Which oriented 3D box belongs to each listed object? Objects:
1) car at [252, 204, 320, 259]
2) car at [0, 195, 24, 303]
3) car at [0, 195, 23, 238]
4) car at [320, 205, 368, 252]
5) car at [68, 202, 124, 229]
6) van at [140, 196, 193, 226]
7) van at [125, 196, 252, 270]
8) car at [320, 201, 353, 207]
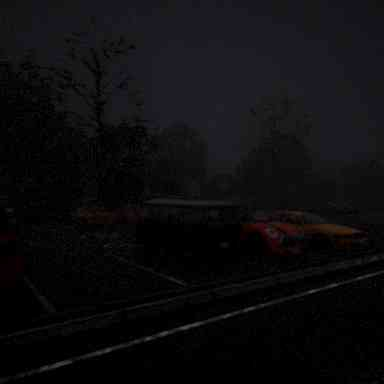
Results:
[{"bbox_3d":[2.166,1.354,12.876,2.185,1.767,4.553,1,0,-36],"label":"car"},{"bbox_3d":[-5.315,1.200,7.471,2.435,2.045,5.566,0,0,-36],"label":"car"},{"bbox_3d":[-11.145,1.200,18.331,2.435,2.045,5.566,0,0,-36],"label":"car"},{"bbox_3d":[4.658,1.503,14.407,1.946,1.575,5.366,1,0,-36],"label":"car"},{"bbox_3d":[-6.633,1.467,21.847,1.946,1.575,5.366,0,0,-36],"label":"car"},{"bbox_3d":[-2.029,1.288,24.793,1.878,1.987,4.442,1,0,-36],"label":"van"},{"bbox_3d":[-0.347,1.238,11.169,1.878,1.987,4.442,0,0,-36],"label":"van"},{"bbox_3d":[14.781,1.960,37.021,2.002,1.452,4.674,2,-1,-36],"label":"car"}]
